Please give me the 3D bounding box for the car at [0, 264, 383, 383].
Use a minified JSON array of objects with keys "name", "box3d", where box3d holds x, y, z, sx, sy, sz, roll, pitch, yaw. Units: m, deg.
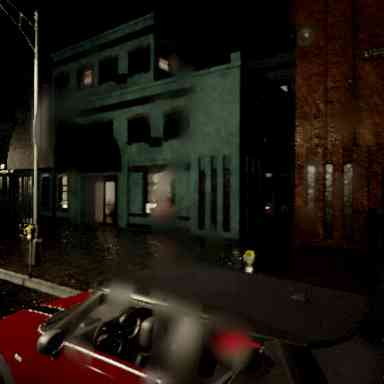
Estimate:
[{"name":"car","box3d":[-0.281,1.433,3.073,4.097,1.590,1.967,0,0,36]}]
